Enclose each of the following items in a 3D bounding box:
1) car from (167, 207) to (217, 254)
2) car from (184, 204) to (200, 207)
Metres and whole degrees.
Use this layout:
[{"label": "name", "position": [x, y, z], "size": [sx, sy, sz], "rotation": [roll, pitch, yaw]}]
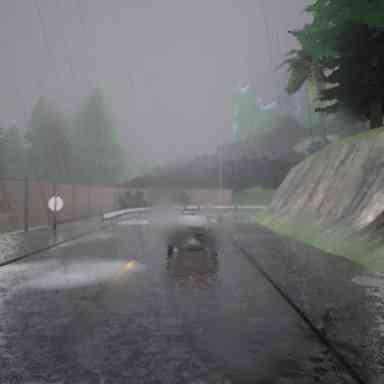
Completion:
[{"label": "car", "position": [0.021, 1.632, 14.223], "size": [1.882, 1.535, 5.008], "rotation": [0, 0, 0]}, {"label": "car", "position": [0.026, 1.800, 28.488], "size": [2.128, 1.511, 4.902], "rotation": [0, 0, 1]}]
